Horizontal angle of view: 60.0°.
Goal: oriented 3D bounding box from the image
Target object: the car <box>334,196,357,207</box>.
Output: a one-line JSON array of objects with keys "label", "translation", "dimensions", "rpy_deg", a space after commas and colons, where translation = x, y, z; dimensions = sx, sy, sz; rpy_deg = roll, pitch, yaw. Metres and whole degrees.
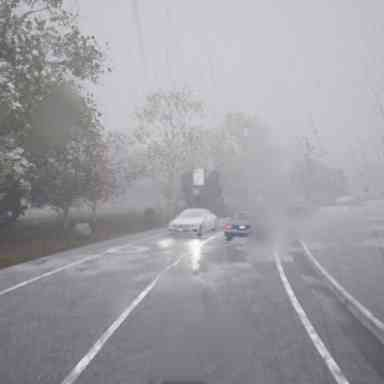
[{"label": "car", "translation": [23.998, 1.433, 51.775], "dimensions": [4.674, 1.442, 1.812], "rpy_deg": [-3, -2, -39]}]

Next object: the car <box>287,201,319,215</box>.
[{"label": "car", "translation": [11.393, 1.608, 33.988], "dimensions": [2.033, 1.411, 5.357], "rpy_deg": [-4, -2, 36]}]

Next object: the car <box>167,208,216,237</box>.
[{"label": "car", "translation": [0.152, 1.670, 19.158], "dimensions": [1.812, 1.442, 4.674], "rpy_deg": [-2, -1, 19]}]

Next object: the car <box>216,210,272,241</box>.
[{"label": "car", "translation": [2.972, 1.608, 17.048], "dimensions": [2.033, 1.411, 5.357], "rpy_deg": [-1, -1, 18]}]
